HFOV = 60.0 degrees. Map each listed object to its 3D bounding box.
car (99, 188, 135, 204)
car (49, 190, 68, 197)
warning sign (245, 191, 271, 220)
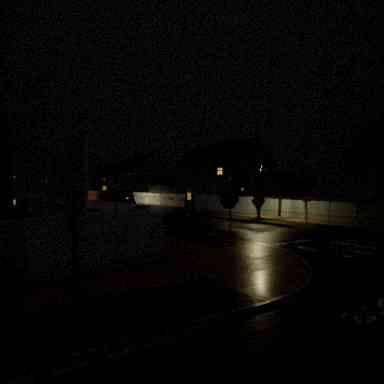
[{"bbox_3d":[-8.001,0.645,35.222,2.150,2.045,5.566,0,1,-36],"label":"car"},{"bbox_3d":[-21.770,0.433,54.255,2.097,1.767,4.553,0,1,-36],"label":"car"},{"bbox_3d":[4.398,0.868,22.164,1.300,1.860,1.060,-1,0,-36],"label":"warning sign"}]
